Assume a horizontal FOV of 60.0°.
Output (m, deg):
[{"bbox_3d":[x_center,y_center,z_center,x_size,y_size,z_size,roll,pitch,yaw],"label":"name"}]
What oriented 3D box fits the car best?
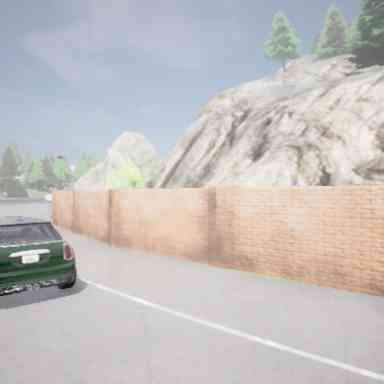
[{"bbox_3d":[-4.715,1.385,8.300,2.097,1.767,4.553,0,0,-43],"label":"car"}]
